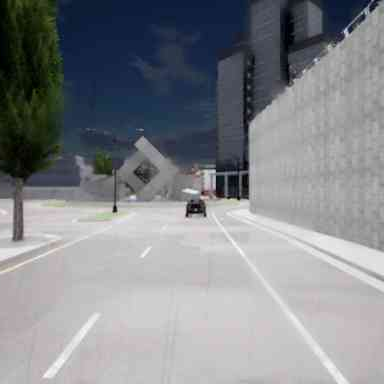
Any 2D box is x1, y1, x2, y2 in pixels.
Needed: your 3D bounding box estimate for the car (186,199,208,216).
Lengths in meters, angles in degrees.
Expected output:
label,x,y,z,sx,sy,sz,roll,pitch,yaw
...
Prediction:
label,x,y,z,sx,sy,sz,roll,pitch,yaw
car,0.442,1.404,31.538,1.882,1.535,5.008,0,0,2
